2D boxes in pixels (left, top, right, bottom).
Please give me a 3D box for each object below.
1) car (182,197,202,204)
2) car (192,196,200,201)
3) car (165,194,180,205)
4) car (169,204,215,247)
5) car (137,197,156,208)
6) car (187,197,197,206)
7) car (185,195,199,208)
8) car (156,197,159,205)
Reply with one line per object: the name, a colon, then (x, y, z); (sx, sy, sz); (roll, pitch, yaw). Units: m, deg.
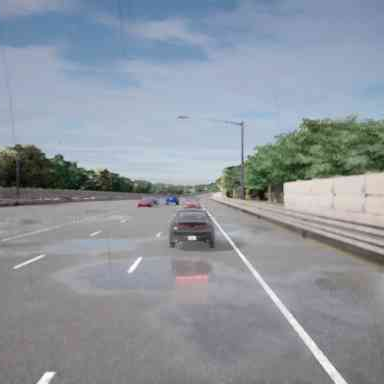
car: (0.006, 1.539, 33.480); (1.812, 1.442, 4.674); (0, 0, 1)
car: (1.206, 1.923, 95.572); (2.033, 1.411, 5.357); (0, -1, 2)
car: (-3.466, 1.299, 59.065); (2.150, 2.045, 5.566); (0, 0, 1)
car: (-0.001, 1.504, 14.978); (1.837, 1.490, 4.892); (0, 0, 0)
car: (-7.005, 1.636, 50.316); (1.994, 1.385, 4.181); (0, 0, 0)
car: (0.034, 1.585, 58.999); (1.812, 1.442, 4.674); (0, 0, 1)
car: (-0.015, 1.397, 50.290); (2.097, 1.767, 4.553); (0, 0, 0)
car: (-6.966, 1.577, 59.072); (1.882, 1.535, 5.008); (0, 0, 1)
